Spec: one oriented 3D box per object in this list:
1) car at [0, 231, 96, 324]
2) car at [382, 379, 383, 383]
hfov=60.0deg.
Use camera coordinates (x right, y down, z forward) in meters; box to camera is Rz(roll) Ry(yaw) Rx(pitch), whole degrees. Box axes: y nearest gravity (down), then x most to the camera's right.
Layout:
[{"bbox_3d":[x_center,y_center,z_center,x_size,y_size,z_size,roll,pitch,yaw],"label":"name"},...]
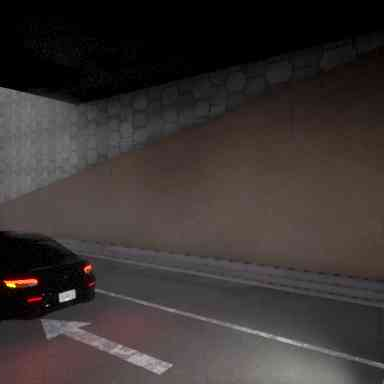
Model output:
[{"bbox_3d":[-3.900,1.526,6.757,4.674,1.442,1.812,0,0,36],"label":"car"},{"bbox_3d":[3.540,1.505,1.388,4.892,1.490,1.837,0,0,36],"label":"car"}]
